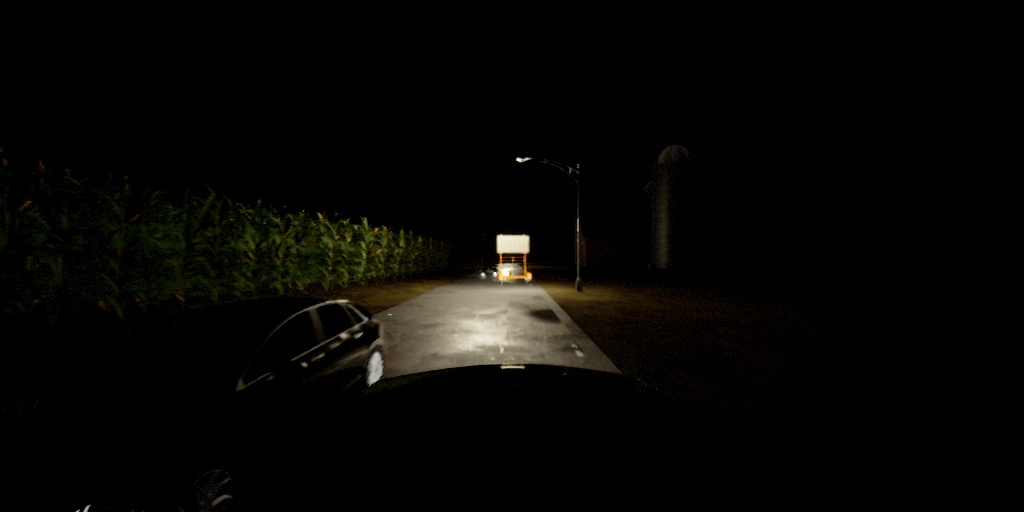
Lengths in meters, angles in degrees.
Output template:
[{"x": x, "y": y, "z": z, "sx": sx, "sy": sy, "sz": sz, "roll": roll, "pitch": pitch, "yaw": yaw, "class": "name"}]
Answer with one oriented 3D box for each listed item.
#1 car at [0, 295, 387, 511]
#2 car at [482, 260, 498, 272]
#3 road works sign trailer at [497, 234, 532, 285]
[{"x": -2.849, "y": 1.253, "z": 3.724, "sx": 1.837, "sy": 1.490, "sz": 4.892, "roll": 0, "pitch": 0, "yaw": 0, "class": "car"}, {"x": -2.842, "y": 1.319, "z": 46.487, "sx": 1.837, "sy": 1.490, "sz": 4.892, "roll": 0, "pitch": 0, "yaw": 0, "class": "car"}, {"x": 0.050, "y": 0.208, "z": 25.952, "sx": 2.380, "sy": 3.560, "sz": 2.880, "roll": 0, "pitch": 0, "yaw": -10, "class": "road works sign trailer"}]
